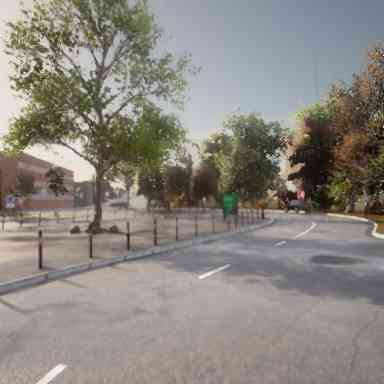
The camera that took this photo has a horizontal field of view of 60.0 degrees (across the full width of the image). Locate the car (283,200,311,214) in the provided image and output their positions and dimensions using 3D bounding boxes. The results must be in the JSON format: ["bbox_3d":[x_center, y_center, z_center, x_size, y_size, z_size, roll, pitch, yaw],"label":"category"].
[{"bbox_3d":[16.383,2.334,51.963,2.150,2.045,5.566,0,-1,-12],"label":"car"}]
